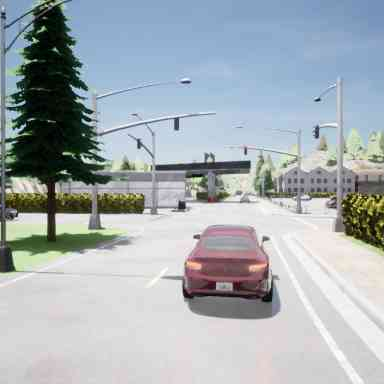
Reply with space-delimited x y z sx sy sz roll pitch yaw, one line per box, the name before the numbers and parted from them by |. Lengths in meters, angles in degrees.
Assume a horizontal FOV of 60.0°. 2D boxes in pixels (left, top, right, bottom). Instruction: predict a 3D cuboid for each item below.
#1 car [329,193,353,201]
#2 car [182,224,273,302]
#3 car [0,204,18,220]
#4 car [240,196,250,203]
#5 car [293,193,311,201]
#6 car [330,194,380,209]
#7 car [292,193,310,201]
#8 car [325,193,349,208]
car | 33.280 1.097 74.538 4.605 1.855 1.932 0 0 9
car | 0.939 1.526 8.223 1.812 1.442 4.674 0 0 9
car | -16.209 1.492 26.253 4.902 1.511 2.128 0 0 9
car | 10.847 1.526 68.051 1.812 1.442 4.674 0 0 10
car | 26.032 1.077 79.029 3.866 1.878 1.905 0 0 9
car | 19.082 1.340 38.905 4.514 1.523 2.007 0 0 9
car | 24.902 1.361 75.843 3.806 1.475 1.970 0 0 9
car | 19.527 1.330 42.010 5.027 1.636 2.152 0 0 9
